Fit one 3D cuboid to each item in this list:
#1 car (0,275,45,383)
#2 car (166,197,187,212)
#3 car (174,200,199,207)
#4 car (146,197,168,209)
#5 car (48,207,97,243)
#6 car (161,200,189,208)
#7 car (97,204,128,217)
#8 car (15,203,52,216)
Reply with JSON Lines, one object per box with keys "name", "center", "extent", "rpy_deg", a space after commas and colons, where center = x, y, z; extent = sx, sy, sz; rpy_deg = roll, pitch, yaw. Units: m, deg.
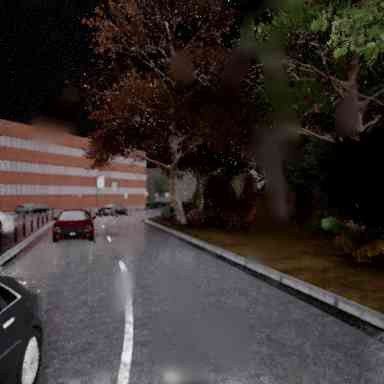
{"name": "car", "center": [-2.582, 1.525, 2.306], "extent": [1.837, 1.490, 4.892], "rpy_deg": [0, 0, -6]}
{"name": "car", "center": [-1.418, 1.933, 46.755], "extent": [2.097, 1.767, 4.553], "rpy_deg": [0, -1, 21]}
{"name": "car", "center": [-1.170, 2.326, 68.834], "extent": [4.674, 1.452, 2.002], "rpy_deg": [0, -1, 21]}
{"name": "car", "center": [-5.270, 1.933, 58.304], "extent": [5.566, 2.045, 2.435], "rpy_deg": [0, -1, 21]}
{"name": "car", "center": [-6.132, 1.654, 17.488], "extent": [1.882, 1.535, 5.008], "rpy_deg": [0, -1, -17]}
{"name": "car", "center": [-3.210, 2.238, 63.565], "extent": [5.008, 1.535, 2.097], "rpy_deg": [0, -1, 21]}
{"name": "car", "center": [-8.758, 2.009, 36.419], "extent": [1.994, 1.385, 4.181], "rpy_deg": [0, -1, 18]}
{"name": "car", "center": [-19.053, 2.090, 40.626], "extent": [2.128, 1.511, 4.902], "rpy_deg": [0, -1, 22]}
